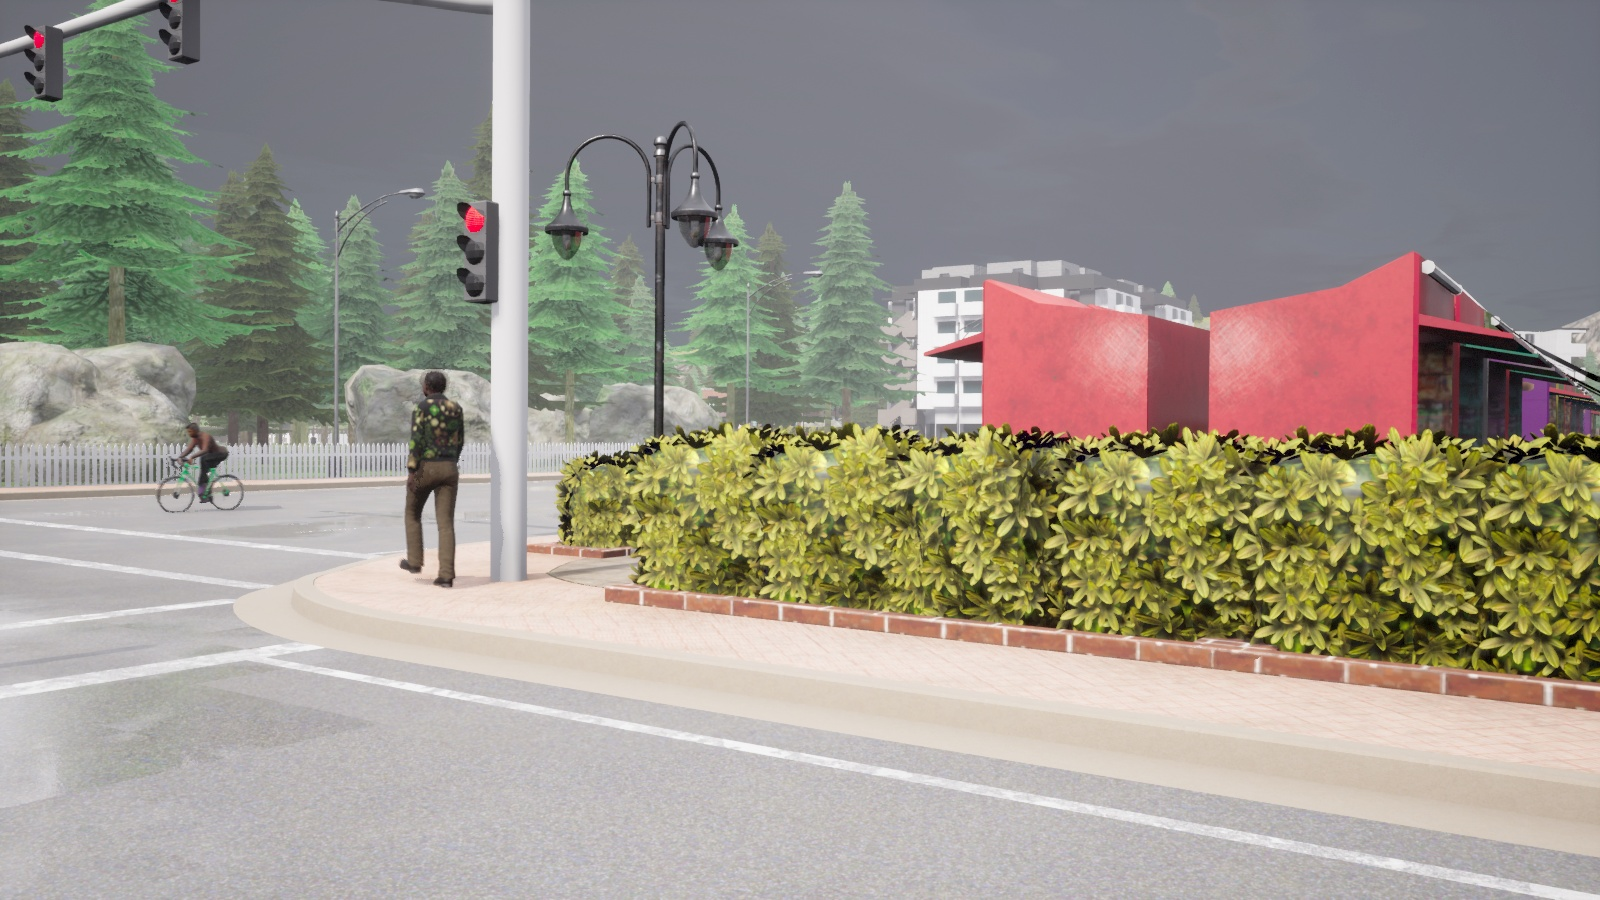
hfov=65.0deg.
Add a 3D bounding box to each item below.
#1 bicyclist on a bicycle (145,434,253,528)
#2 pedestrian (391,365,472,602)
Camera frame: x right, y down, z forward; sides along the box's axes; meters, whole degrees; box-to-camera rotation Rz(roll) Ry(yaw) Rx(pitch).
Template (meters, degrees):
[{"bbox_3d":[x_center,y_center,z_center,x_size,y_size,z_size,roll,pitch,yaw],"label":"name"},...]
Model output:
[{"bbox_3d":[-10.847,0.528,22.724,0.582,1.620,1.656,0,2,34],"label":"bicyclist on a bicycle"},{"bbox_3d":[-3.111,0.269,10.590,0.395,1.930,0.692,-1,1,-39],"label":"pedestrian"}]
